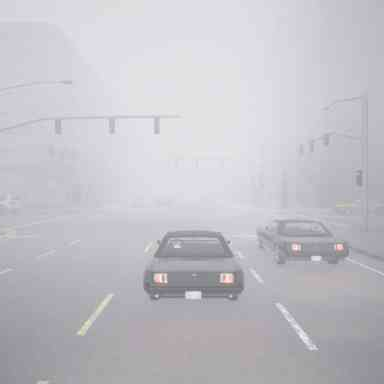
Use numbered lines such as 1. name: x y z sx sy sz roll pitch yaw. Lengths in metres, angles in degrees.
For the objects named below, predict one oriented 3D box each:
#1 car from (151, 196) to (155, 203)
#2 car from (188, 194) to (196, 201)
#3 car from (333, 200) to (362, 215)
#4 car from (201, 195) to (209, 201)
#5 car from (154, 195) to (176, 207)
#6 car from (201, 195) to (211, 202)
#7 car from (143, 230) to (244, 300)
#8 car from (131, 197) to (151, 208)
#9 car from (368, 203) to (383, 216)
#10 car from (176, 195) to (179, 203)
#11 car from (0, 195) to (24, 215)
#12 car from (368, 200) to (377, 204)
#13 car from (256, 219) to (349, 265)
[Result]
1. car: -7.332 1.548 66.682 2.033 1.411 5.357 0 0 1
2. car: -0.097 1.355 87.295 2.097 1.767 4.553 0 0 1
3. car: 17.213 1.533 34.309 5.008 1.535 1.882 0 0 0
4. car: 3.404 1.553 87.423 1.994 1.385 4.181 0 0 1
5. car: -4.030 1.547 50.308 2.033 1.411 5.357 0 0 0
6. car: 3.303 1.595 77.448 1.895 1.301 4.718 0 0 1
7. car: 0.044 1.601 8.310 1.895 1.301 4.718 0 0 0
8. car: -7.513 1.504 47.901 1.837 1.490 4.892 0 0 0
9. car: 3.594 1.221 1.943 2.150 2.045 5.566 0 0 0
10. car: -3.933 1.505 60.726 1.837 1.490 4.892 0 0 1
11. car: -20.213 1.276 34.038 5.566 2.045 2.150 0 0 5
12. car: 19.275 1.547 30.806 4.902 1.511 2.128 0 0 0
13. car: 3.550 1.601 11.695 1.895 1.301 4.718 0 0 0
